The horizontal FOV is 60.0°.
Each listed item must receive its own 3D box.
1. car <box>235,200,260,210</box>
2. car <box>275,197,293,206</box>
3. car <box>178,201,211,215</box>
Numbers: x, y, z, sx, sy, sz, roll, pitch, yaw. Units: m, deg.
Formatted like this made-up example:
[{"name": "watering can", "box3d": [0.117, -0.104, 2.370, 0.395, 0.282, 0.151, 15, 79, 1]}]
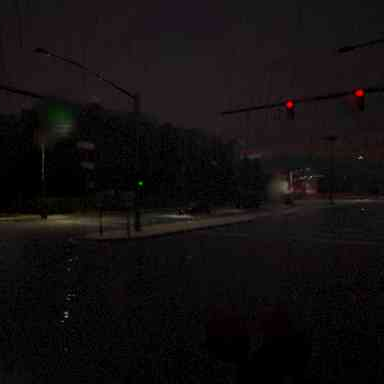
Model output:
[{"name": "car", "box3d": [7.929, 1.795, 47.309, 1.895, 1.301, 4.718, -1, 0, 35]}, {"name": "car", "box3d": [16.595, 1.719, 59.574, 1.812, 1.442, 4.674, -1, 0, 36]}, {"name": "car", "box3d": [0.372, 1.720, 36.565, 1.812, 1.442, 4.674, -1, 0, 36]}]
